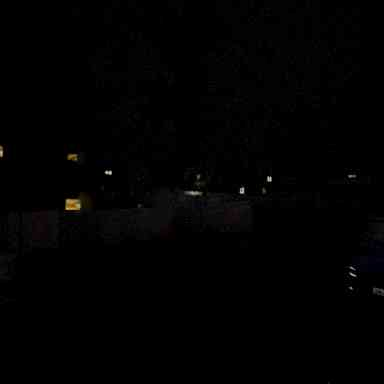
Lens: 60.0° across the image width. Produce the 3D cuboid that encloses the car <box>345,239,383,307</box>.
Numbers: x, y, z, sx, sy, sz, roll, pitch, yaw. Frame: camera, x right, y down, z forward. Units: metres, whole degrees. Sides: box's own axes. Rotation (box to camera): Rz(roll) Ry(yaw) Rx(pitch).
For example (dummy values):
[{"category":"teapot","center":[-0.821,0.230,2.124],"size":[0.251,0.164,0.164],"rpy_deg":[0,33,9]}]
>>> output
[{"category":"car","center":[5.371,1.492,7.304],"size":[5.008,1.535,1.882],"rpy_deg":[0,0,-35]}]

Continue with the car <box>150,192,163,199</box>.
[{"category":"car","center":[-6.449,0.661,61.646],"size":[1.812,1.442,4.674],"rpy_deg":[1,0,-21]}]
